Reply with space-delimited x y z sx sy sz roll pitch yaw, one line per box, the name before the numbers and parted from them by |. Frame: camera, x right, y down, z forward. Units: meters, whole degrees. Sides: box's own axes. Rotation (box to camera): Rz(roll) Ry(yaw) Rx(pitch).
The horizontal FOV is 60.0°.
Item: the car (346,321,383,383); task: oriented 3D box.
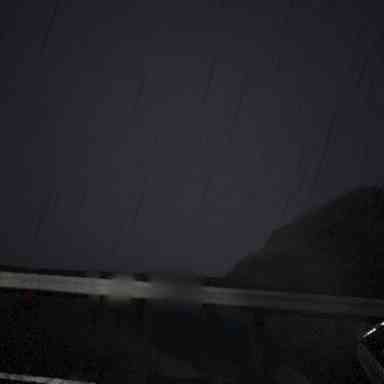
car | 3.886 1.656 2.855 4.553 1.767 2.097 2 -3 9
